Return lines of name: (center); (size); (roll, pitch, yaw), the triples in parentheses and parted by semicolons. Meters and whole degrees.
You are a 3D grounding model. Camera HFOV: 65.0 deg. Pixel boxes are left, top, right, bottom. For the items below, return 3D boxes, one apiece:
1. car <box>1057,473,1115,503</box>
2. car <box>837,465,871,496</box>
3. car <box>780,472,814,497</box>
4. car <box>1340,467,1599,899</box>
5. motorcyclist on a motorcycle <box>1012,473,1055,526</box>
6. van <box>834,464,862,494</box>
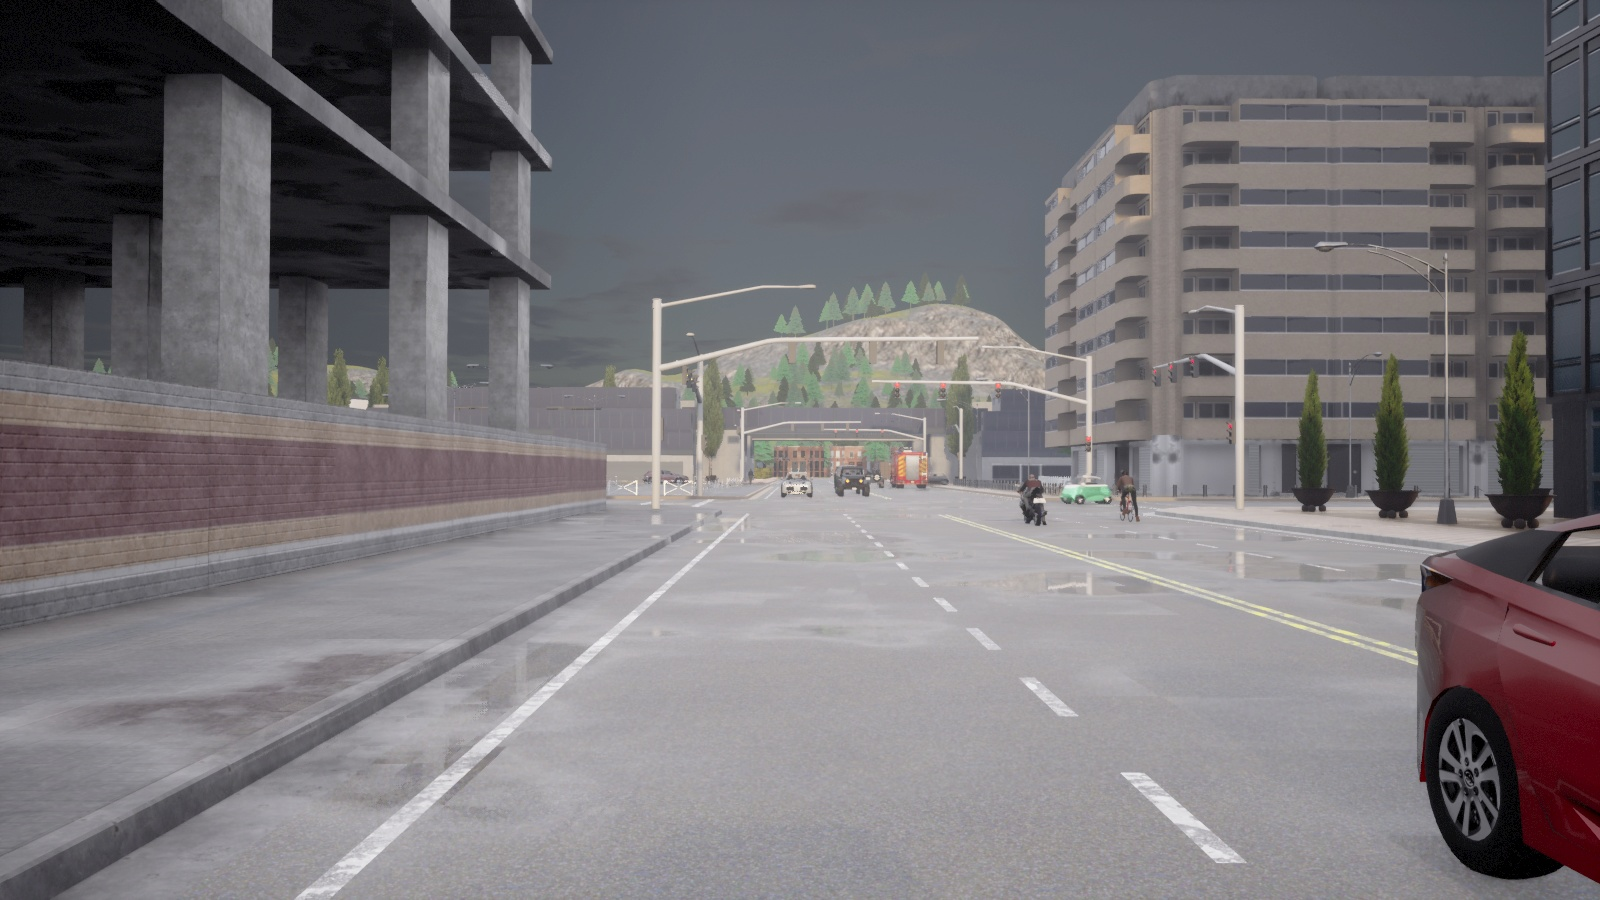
car: (13.470, 1.776, 59.163); (2.207, 1.376, 1.481); (0, -1, -15)
car: (3.317, 1.907, 78.188); (1.905, 1.878, 3.866); (0, -1, 0)
car: (-0.174, 2.047, 75.606); (1.970, 1.475, 3.806); (0, -1, 0)
car: (3.492, 0.806, 3.505); (2.007, 1.525, 4.514); (0, -1, 0)
motorcyclist on a motorcycle: (6.914, 1.446, 37.268); (0.866, 1.530, 2.191); (0, -1, 0)
van: (3.299, 2.005, 86.597); (1.775, 1.987, 4.442); (0, -1, 0)
